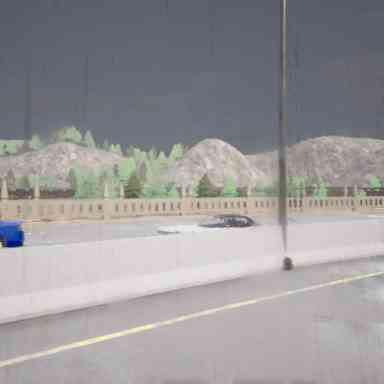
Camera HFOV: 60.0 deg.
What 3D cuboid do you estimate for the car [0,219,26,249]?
[{"bbox_3d":[-8.234,1.422,10.841,5.008,1.535,1.882,0,0,-35],"label":"car"}]

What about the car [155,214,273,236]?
[{"bbox_3d":[1.011,1.531,12.679,4.718,1.301,1.895,0,0,-30],"label":"car"}]
